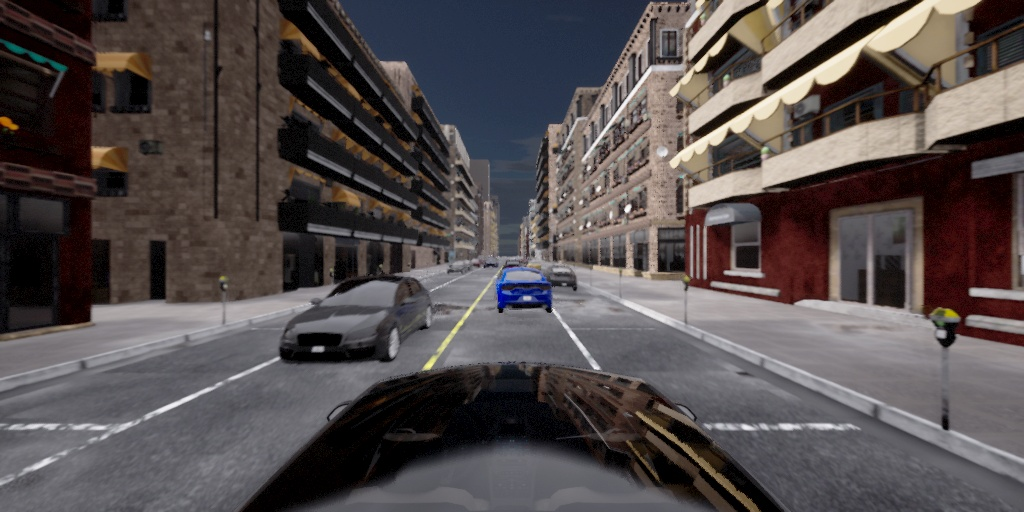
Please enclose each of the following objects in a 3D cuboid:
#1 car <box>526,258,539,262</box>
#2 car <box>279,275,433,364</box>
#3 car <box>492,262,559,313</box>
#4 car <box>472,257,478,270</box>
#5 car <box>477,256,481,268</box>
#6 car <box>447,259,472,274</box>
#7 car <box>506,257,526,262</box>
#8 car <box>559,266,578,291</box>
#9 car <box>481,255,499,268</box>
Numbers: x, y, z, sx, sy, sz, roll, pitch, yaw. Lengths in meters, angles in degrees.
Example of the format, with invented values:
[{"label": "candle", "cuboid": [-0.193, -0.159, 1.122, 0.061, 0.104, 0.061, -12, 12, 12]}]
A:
[{"label": "car", "cuboid": [2.693, 1.096, 43.410, 1.751, 1.417, 4.829, 0, 0, 0]}, {"label": "car", "cuboid": [-3.100, 1.227, 8.159, 1.837, 1.490, 4.892, 0, 0, 0]}, {"label": "car", "cuboid": [0.327, 1.176, 13.882, 1.882, 1.535, 5.008, 0, 0, -4]}, {"label": "car", "cuboid": [-5.689, 1.120, 43.245, 2.007, 1.370, 4.403, 0, 0, 0]}, {"label": "car", "cuboid": [-5.687, 1.066, 54.517, 1.888, 1.381, 4.507, 0, 0, 0]}, {"label": "car", "cuboid": [-5.689, 1.145, 37.608, 2.007, 1.370, 4.403, 0, 0, 0]}, {"label": "car", "cuboid": [0.098, 1.121, 33.220, 1.837, 1.490, 4.892, 0, 1, 0]}, {"label": "car", "cuboid": [2.691, 1.219, 20.695, 2.007, 1.370, 4.403, 0, 0, 0]}, {"label": "car", "cuboid": [-2.996, 0.935, 52.366, 2.097, 1.767, 4.553, 0, 0, 0]}]
